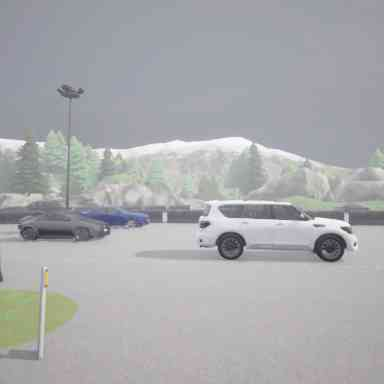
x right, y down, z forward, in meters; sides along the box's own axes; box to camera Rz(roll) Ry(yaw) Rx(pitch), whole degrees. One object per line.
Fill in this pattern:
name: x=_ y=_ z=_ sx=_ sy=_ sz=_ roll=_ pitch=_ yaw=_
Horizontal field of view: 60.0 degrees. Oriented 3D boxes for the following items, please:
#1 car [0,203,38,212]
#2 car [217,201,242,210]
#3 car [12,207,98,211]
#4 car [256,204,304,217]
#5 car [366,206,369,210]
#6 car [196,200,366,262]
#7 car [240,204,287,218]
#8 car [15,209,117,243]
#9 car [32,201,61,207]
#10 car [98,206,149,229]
car: x=-21.521 y=2.449 z=39.667 sx=4.892 sy=1.490 sz=1.837 roll=-2 pitch=-1 yaw=6
car: x=6.636 y=2.356 z=59.899 sx=1.812 sy=1.442 sz=4.674 roll=2 pitch=-1 yaw=-36
car: x=-8.347 y=1.803 z=20.455 sx=4.181 sy=1.385 sz=1.994 roll=-1 pitch=-1 yaw=6
car: x=10.403 y=2.188 z=39.748 sx=5.357 sy=1.411 sz=2.033 roll=0 pitch=-1 yaw=6
car: x=21.943 y=2.323 z=46.221 sx=4.674 sy=1.442 sz=1.812 roll=0 pitch=-1 yaw=29
car: x=2.942 y=1.319 z=12.198 sx=5.566 sy=2.045 sz=2.150 roll=0 pitch=-1 yaw=6
car: x=7.747 y=2.072 z=36.521 sx=4.892 sy=1.490 sz=1.837 roll=0 pitch=-1 yaw=6
car: x=-6.287 y=1.714 z=16.714 sx=4.181 sy=1.385 sz=1.994 roll=0 pitch=-1 yaw=6
car: x=-19.759 y=2.203 z=43.001 sx=5.566 sy=2.045 sz=2.150 roll=-1 pitch=-1 yaw=6
car: x=-5.542 y=1.765 z=23.673 sx=5.008 sy=1.535 sz=1.882 roll=0 pitch=-1 yaw=6
